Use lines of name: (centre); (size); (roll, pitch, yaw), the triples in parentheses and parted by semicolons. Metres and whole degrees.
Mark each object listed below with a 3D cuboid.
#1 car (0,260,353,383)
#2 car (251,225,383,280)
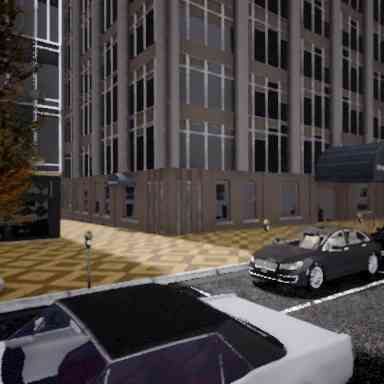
car: (-0.801, 1.607, 2.680); (4.718, 1.301, 1.895); (0, 0, -35)
car: (3.461, 1.609, 9.024); (4.403, 1.369, 2.008); (0, -1, -35)
